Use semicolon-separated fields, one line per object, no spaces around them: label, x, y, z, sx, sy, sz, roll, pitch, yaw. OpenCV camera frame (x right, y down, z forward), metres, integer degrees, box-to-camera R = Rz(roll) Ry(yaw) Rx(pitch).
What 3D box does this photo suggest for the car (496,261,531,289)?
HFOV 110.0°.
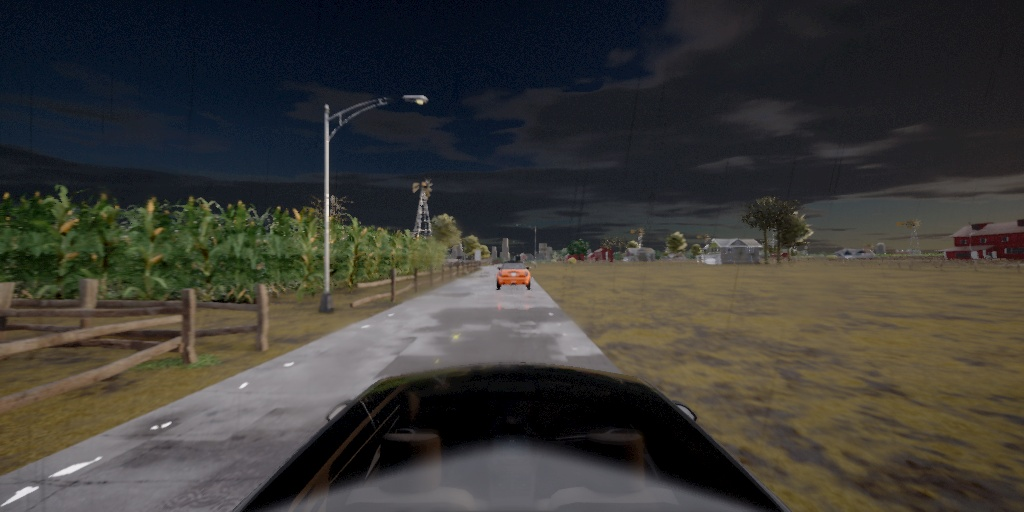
car;0.098;1.116;23.359;2.097;1.767;4.553;0;0;0
